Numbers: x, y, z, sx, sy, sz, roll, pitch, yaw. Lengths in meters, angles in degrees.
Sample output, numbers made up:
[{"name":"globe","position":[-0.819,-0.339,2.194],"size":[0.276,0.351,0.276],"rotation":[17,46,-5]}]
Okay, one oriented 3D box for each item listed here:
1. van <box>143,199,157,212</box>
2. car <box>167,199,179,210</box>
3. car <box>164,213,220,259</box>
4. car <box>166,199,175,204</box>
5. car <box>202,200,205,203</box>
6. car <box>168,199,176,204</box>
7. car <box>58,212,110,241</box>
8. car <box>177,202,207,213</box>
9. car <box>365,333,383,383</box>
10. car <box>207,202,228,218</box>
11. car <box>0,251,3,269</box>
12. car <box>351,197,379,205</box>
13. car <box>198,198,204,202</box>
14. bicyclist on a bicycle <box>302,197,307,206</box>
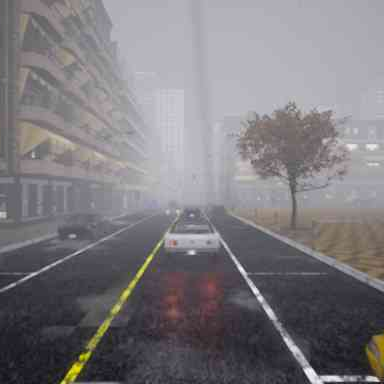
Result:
[{"name":"van","position":[-5.703,1.834,45.664],"size":[1.690,1.788,3.998],"rotation":[0,-1,0]},{"name":"car","position":[-3.029,2.062,53.763],"size":[1.882,1.535,5.008],"rotation":[0,-1,0]},{"name":"car","position":[0.012,1.740,13.239],"size":[1.895,1.301,4.718],"rotation":[0,-1,0]},{"name":"car","position":[-5.705,2.546,89.135],"size":[2.008,1.369,4.403],"rotation":[0,-1,0]},{"name":"car","position":[2.678,2.038,45.662],"size":[1.887,1.381,4.507],"rotation":[0,-1,0]},{"name":"car","position":[-5.706,2.628,94.661],"size":[1.947,1.339,4.313],"rotation":[0,-1,0]},{"name":"car","position":[-5.699,1.756,18.030],"size":[1.947,1.339,4.313],"rotation":[0,-1,0]},{"name":"car","position":[0.015,1.867,28.447],"size":[1.994,1.385,4.181],"rotation":[0,-1,0]},{"name":"car","position":[2.682,1.544,1.622],"size":[1.752,1.417,4.829],"rotation":[0,-1,0]},{"name":"car","position":[2.680,1.914,34.611],"size":[1.887,1.381,4.507],"rotation":[0,-1,0]},{"name":"car","position":[-5.698,1.656,6.977],"size":[1.802,1.307,4.206],"rotation":[0,-1,0]},{"name":"car","position":[32.461,1.743,63.101],"size":[4.403,1.369,2.008],"rotation":[-1,1,-1]},{"name":"car","position":[2.673,2.503,94.659],"size":[1.967,1.590,4.097],"rotation":[-1,-1,0]},{"name":"bicyclist on a bicycle","position":[20.239,1.674,59.989],"size":[0.582,1.620,1.656],"rotation":[-1,0,-1]}]
